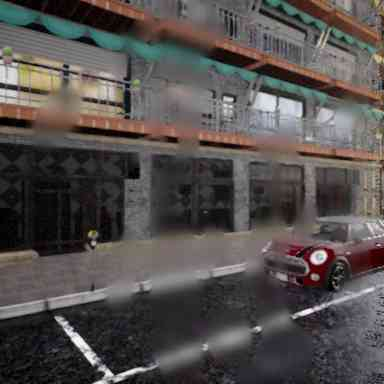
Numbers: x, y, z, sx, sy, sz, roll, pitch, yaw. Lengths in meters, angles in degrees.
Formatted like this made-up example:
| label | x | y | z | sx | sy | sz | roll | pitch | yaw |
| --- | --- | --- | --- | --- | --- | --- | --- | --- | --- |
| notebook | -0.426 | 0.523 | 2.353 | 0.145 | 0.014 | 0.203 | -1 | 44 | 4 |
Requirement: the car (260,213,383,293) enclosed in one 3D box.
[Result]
| label | x | y | z | sx | sy | sz | roll | pitch | yaw |
| --- | --- | --- | --- | --- | --- | --- | --- | --- | --- |
| car | 3.670 | 1.393 | 8.702 | 4.097 | 1.590 | 1.967 | 0 | 1 | -35 |
